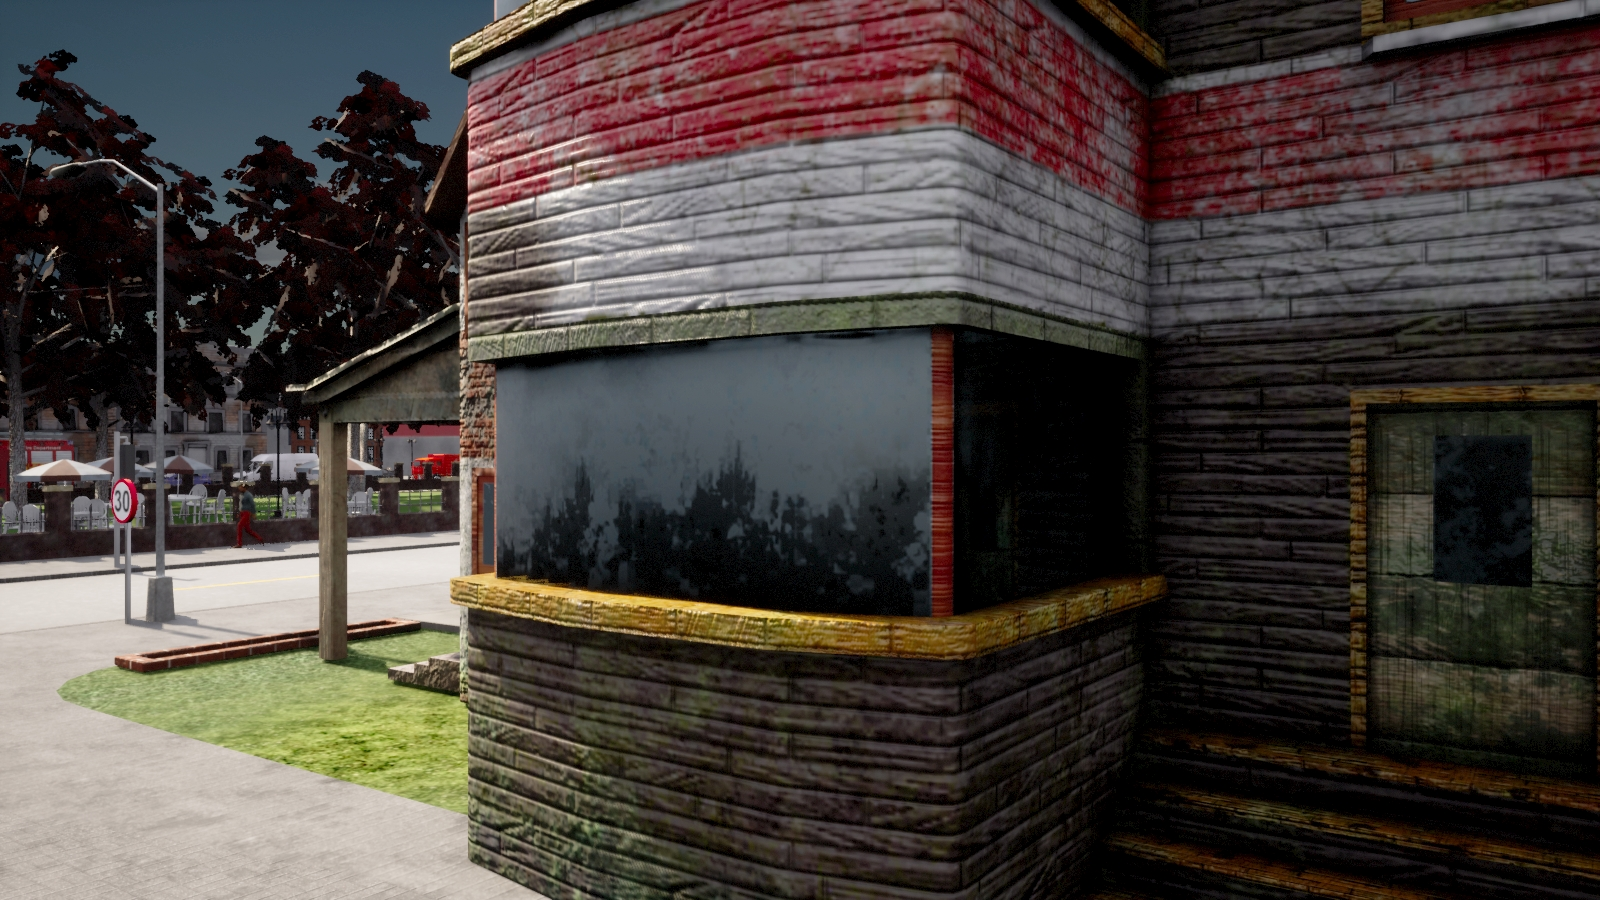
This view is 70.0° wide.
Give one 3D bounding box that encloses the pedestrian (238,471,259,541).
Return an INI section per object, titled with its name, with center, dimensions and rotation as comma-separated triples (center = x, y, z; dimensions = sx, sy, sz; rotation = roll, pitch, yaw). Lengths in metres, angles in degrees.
[pedestrian]
center = -15.023, 1.517, 31.116
dimensions = 0.375, 1.860, 0.375
rotation = 0, 0, 36
